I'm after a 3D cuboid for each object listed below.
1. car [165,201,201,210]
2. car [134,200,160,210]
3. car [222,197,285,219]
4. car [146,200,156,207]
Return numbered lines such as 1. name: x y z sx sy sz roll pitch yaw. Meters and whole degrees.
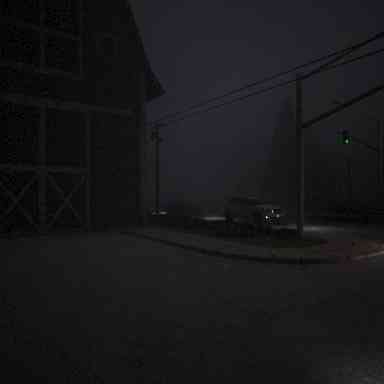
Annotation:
1. car: -0.942 1.707 34.710 1.882 1.535 5.008 0 0 -35
2. car: -6.759 1.919 49.544 1.895 1.301 4.718 0 0 -34
3. car: 4.699 1.399 26.483 2.150 2.045 5.566 0 0 -34
4. car: -6.329 1.784 42.571 1.837 1.490 4.892 0 0 -34
